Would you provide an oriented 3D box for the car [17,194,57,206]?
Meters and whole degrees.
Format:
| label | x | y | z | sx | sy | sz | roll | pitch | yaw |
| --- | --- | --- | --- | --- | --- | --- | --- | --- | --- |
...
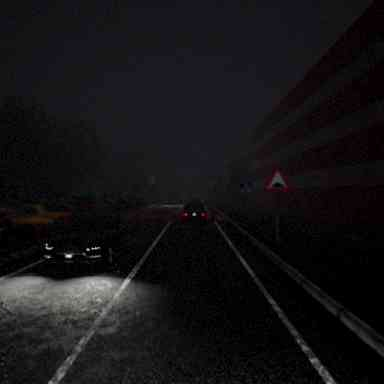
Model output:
| label | x | y | z | sx | sy | sz | roll | pitch | yaw |
| --- | --- | --- | --- | --- | --- | --- | --- | --- | --- |
| car | -21.893 | 1.101 | 47.048 | 4.553 | 1.767 | 2.185 | 0 | 0 | 0 |

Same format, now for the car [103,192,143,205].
| label | x | y | z | sx | sy | sz | roll | pitch | yaw |
| --- | --- | --- | --- | --- | --- | --- | --- | --- | --- |
| car | -9.351 | 1.002 | 44.321 | 5.566 | 2.045 | 2.435 | 0 | 0 | 0 |

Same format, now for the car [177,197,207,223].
| label | x | y | z | sx | sy | sz | roll | pitch | yaw |
| --- | --- | --- | --- | --- | --- | --- | --- | --- | --- |
| car | 0.169 | 1.376 | 24.912 | 2.033 | 1.411 | 5.357 | 0 | 4 | 0 |

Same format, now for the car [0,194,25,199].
| label | x | y | z | sx | sy | sz | roll | pitch | yaw |
| --- | --- | --- | --- | --- | --- | --- | --- | --- | --- |
| car | -21.951 | 1.289 | 38.569 | 4.892 | 1.521 | 2.231 | 0 | 0 | 0 |

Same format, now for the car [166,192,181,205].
| label | x | y | z | sx | sy | sz | roll | pitch | yaw |
| --- | --- | --- | --- | --- | --- | --- | --- | --- | --- |
| car | -2.999 | 1.014 | 54.412 | 2.150 | 2.045 | 5.566 | 0 | 0 | 1 |

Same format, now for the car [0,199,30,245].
| label | x | y | z | sx | sy | sz | roll | pitch | yaw |
| --- | --- | --- | --- | --- | --- | --- | --- | --- | --- |
| car | -9.370 | 1.293 | 13.239 | 4.553 | 1.767 | 2.185 | 0 | 0 | 0 |

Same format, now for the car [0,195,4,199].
| label | x | y | z | sx | sy | sz | roll | pitch | yaw |
| --- | --- | --- | --- | --- | --- | --- | --- | --- | --- |
| car | -21.929 | 1.320 | 32.923 | 4.892 | 1.521 | 2.231 | 0 | 0 | 0 |

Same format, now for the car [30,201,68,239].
| label | x | y | z | sx | sy | sz | roll | pitch | yaw |
| --- | --- | --- | --- | --- | --- | --- | --- | --- | --- |
| car | -9.157 | 1.401 | 16.065 | 5.366 | 1.575 | 1.946 | 0 | 0 | 0 |

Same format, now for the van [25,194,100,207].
| label | x | y | z | sx | sy | sz | roll | pitch | yaw |
| --- | --- | --- | --- | --- | --- | --- | --- | --- | --- |
| van | -9.470 | 1.136 | 24.541 | 4.442 | 1.987 | 1.878 | 0 | 0 | 0 |

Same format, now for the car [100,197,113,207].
| label | x | y | z | sx | sy | sz | roll | pitch | yaw |
| --- | --- | --- | --- | --- | --- | --- | --- | --- | --- |
| car | -9.328 | 1.378 | 27.368 | 4.792 | 1.488 | 2.163 | 0 | 0 | 0 |

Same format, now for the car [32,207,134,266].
| label | x | y | z | sx | sy | sz | roll | pitch | yaw |
| --- | --- | --- | --- | --- | --- | --- | --- | --- | --- |
| car | -3.333 | 1.474 | 11.444 | 1.837 | 1.490 | 4.892 | 0 | 0 | 0 |

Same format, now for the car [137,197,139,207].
| label | x | y | z | sx | sy | sz | roll | pitch | yaw |
| --- | --- | --- | --- | --- | --- | --- | --- | --- | --- |
| car | -9.373 | 1.311 | 41.498 | 4.674 | 1.452 | 2.002 | 0 | 0 | 0 |

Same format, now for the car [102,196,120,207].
| label | x | y | z | sx | sy | sz | roll | pitch | yaw |
| --- | --- | --- | --- | --- | --- | --- | --- | --- | --- |
| car | -9.364 | 1.374 | 30.194 | 4.674 | 1.452 | 2.002 | 0 | 0 | 0 |

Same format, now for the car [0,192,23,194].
| label | x | y | z | sx | sy | sz | roll | pitch | yaw |
| --- | --- | --- | --- | --- | --- | --- | --- | --- | --- |
| car | -21.921 | 1.021 | 41.268 | 5.566 | 2.045 | 2.435 | 0 | 0 | 0 |

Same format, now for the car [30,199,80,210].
| label | x | y | z | sx | sy | sz | roll | pitch | yaw |
| --- | --- | --- | --- | --- | --- | --- | --- | --- | --- |
| car | -9.532 | 1.387 | 18.891 | 5.366 | 1.575 | 1.946 | 0 | 0 | 0 |

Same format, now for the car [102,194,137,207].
| label | x | y | z | sx | sy | sz | roll | pitch | yaw |
| --- | --- | --- | --- | --- | --- | --- | --- | --- | --- |
| car | -9.367 | 1.289 | 38.670 | 5.008 | 1.535 | 2.097 | 0 | 0 | 0 |

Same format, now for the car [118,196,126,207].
| label | x | y | z | sx | sy | sz | roll | pitch | yaw |
| --- | --- | --- | --- | --- | --- | --- | --- | --- | --- |
| car | -9.362 | 1.360 | 33.020 | 4.674 | 1.452 | 2.002 | 0 | 0 | 0 |

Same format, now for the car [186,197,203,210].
| label | x | y | z | sx | sy | sz | roll | pitch | yaw |
| --- | --- | --- | --- | --- | --- | --- | --- | --- | --- |
| car | 0.292 | 1.400 | 42.827 | 2.033 | 1.411 | 5.357 | 0 | 0 | 0 |

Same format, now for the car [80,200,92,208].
| label | x | y | z | sx | sy | sz | roll | pitch | yaw |
| --- | --- | --- | --- | --- | --- | --- | --- | --- | --- |
| car | -9.347 | 1.416 | 21.717 | 4.674 | 1.452 | 2.002 | 0 | 0 | 0 |
